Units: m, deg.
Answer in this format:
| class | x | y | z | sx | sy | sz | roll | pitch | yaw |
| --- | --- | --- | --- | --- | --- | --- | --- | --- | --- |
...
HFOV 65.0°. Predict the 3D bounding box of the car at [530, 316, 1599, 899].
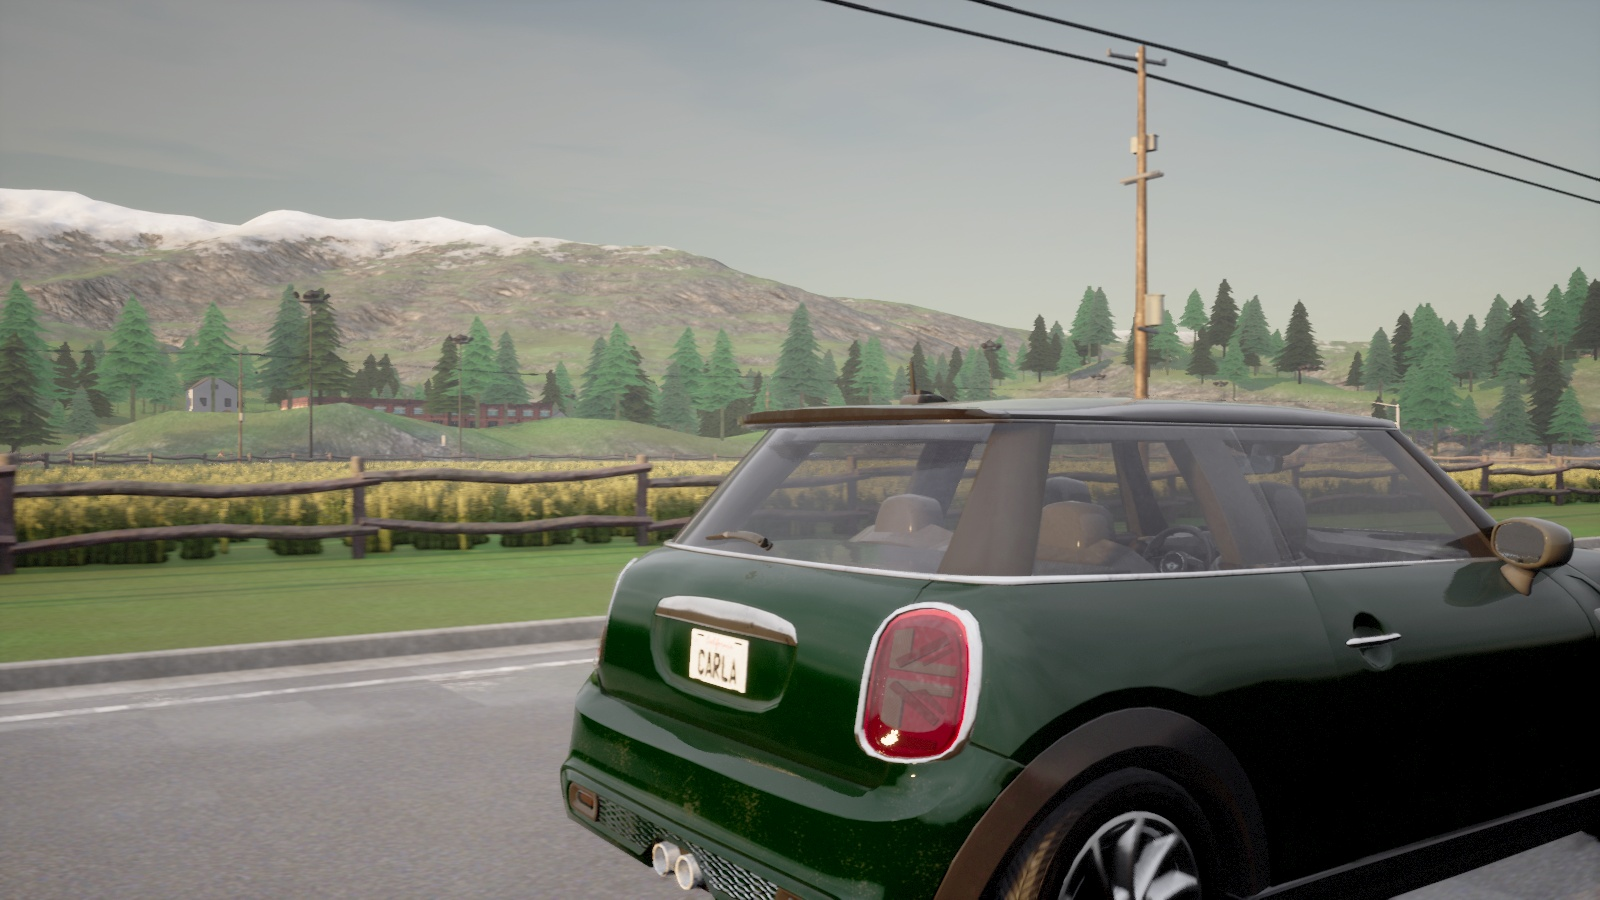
| class | x | y | z | sx | sy | sz | roll | pitch | yaw |
| --- | --- | --- | --- | --- | --- | --- | --- | --- | --- |
| car | 1.544 | 0.612 | 4.734 | 4.553 | 1.767 | 2.097 | 0 | 0 | -35 |
